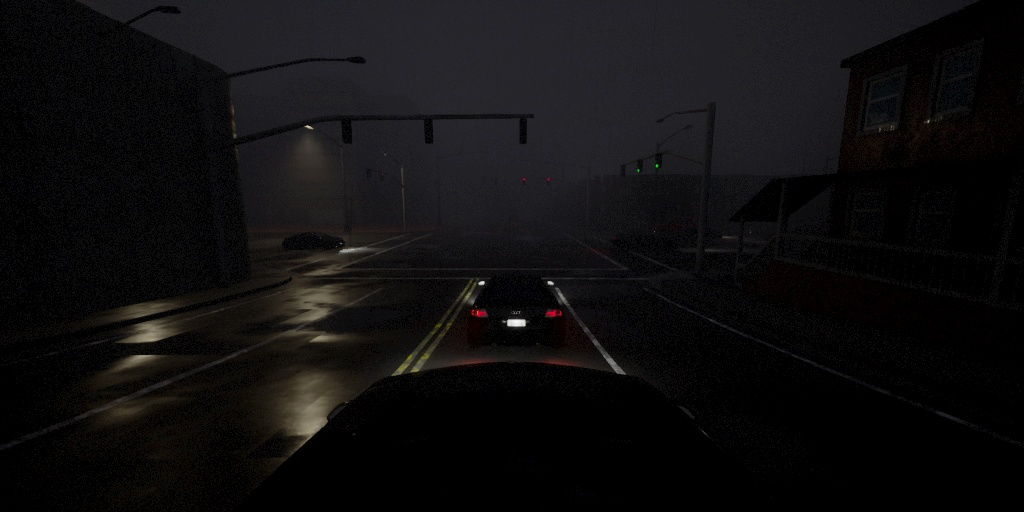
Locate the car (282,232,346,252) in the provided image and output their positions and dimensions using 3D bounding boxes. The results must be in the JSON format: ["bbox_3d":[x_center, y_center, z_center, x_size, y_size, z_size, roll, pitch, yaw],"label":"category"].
[{"bbox_3d":[-14.881,-1.121,26.993,4.181,1.385,1.994,0,8,0],"label":"car"}]

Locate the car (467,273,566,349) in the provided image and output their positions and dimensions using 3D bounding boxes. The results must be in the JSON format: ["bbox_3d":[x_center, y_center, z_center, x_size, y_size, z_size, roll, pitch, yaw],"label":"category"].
[{"bbox_3d":[0.099,1.094,8.667,1.994,1.385,4.181,0,3,0],"label":"car"}]

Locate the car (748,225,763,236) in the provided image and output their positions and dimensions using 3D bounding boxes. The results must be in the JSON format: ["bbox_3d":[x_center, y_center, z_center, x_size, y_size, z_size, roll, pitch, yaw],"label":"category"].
[{"bbox_3d":[27.249,-2.720,37.217,4.902,1.511,2.128,0,8,1],"label":"car"}]

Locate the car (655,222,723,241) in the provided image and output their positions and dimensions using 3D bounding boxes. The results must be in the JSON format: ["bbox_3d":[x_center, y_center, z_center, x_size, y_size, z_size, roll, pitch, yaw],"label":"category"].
[{"bbox_3d":[16.867,-2.162,33.842,5.357,1.411,2.033,0,8,0],"label":"car"}]

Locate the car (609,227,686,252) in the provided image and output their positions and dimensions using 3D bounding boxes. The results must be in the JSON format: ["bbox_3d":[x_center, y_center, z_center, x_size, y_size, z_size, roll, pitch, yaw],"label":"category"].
[{"bbox_3d":[9.775,-1.175,26.759,4.902,1.511,2.128,0,8,0],"label":"car"}]

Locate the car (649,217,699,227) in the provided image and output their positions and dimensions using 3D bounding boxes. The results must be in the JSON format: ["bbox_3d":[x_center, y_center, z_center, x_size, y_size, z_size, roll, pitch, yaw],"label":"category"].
[{"bbox_3d":[17.003,-2.992,37.256,5.566,2.045,2.150,0,8,0],"label":"car"}]

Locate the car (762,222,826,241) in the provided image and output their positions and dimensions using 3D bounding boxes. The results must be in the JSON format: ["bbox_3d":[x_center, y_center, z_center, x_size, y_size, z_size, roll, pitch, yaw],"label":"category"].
[{"bbox_3d":[26.964,-2.226,33.755,5.008,1.535,1.882,0,8,0],"label":"car"}]
